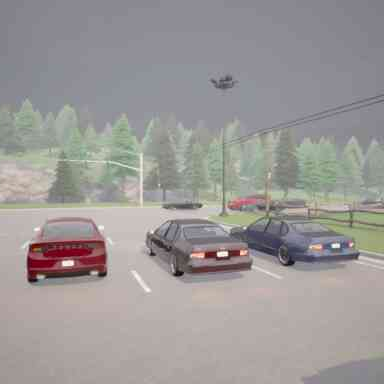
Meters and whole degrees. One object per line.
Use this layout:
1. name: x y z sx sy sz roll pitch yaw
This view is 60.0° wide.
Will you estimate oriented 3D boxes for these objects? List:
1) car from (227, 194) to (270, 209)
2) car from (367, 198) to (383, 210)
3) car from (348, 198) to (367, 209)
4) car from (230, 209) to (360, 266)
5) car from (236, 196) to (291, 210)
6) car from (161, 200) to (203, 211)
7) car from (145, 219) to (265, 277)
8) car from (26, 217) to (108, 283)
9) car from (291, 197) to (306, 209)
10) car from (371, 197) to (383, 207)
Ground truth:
1. car: 6.889 1.221 39.524 5.566 2.045 2.150 0 0 -20
2. car: 25.170 1.351 42.226 4.553 1.767 2.097 0 0 -19
3. car: 23.541 1.526 45.352 4.674 1.442 1.812 0 0 -19
4. car: 3.172 1.547 11.644 2.033 1.411 5.357 0 0 -20
5. car: 7.749 1.491 36.101 4.902 1.511 2.128 0 0 -20
6. car: -1.213 1.601 40.024 4.718 1.301 1.895 0 0 -23
7. car: -0.105 1.547 10.403 2.033 1.411 5.357 0 0 -20
8. car: -3.648 1.478 9.932 1.882 1.535 5.008 0 0 -19
9. car: 13.168 1.492 45.487 4.902 1.511 2.128 0 0 -19
10. car: 30.451 1.477 51.443 5.008 1.535 1.882 0 0 -19
